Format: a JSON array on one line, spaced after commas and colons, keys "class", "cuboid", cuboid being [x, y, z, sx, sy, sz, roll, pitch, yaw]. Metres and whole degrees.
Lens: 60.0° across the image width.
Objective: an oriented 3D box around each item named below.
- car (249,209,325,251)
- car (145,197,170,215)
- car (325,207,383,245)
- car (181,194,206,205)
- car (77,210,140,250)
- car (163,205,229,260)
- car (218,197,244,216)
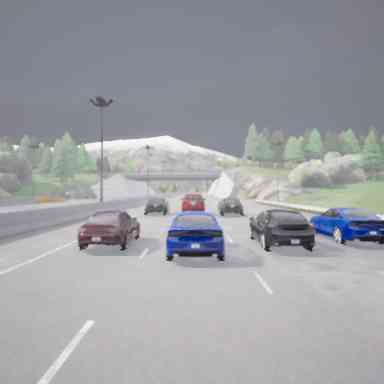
[{"class": "car", "cuboid": [3.609, 1.484, 14.018, 1.837, 1.490, 4.892, 0, 0, 0]}, {"class": "car", "cuboid": [-3.382, 1.303, 32.979, 2.097, 1.767, 4.553, 0, 0, 0]}, {"class": "car", "cuboid": [7.109, 1.455, 15.505, 1.882, 1.535, 5.008, 0, 0, 0]}, {"class": "car", "cuboid": [0.117, 1.174, 31.956, 2.150, 2.045, 5.566, 0, 0, 0]}, {"class": "car", "cuboid": [-3.391, 1.504, 14.093, 1.812, 1.442, 4.674, 0, 0, 0]}, {"class": "car", "cuboid": [0.107, 1.459, 12.380, 1.882, 1.535, 5.008, 0, 0, 0]}, {"class": "car", "cuboid": [3.617, 1.305, 31.926, 2.097, 1.767, 4.553, 0, 0, 0]}]
